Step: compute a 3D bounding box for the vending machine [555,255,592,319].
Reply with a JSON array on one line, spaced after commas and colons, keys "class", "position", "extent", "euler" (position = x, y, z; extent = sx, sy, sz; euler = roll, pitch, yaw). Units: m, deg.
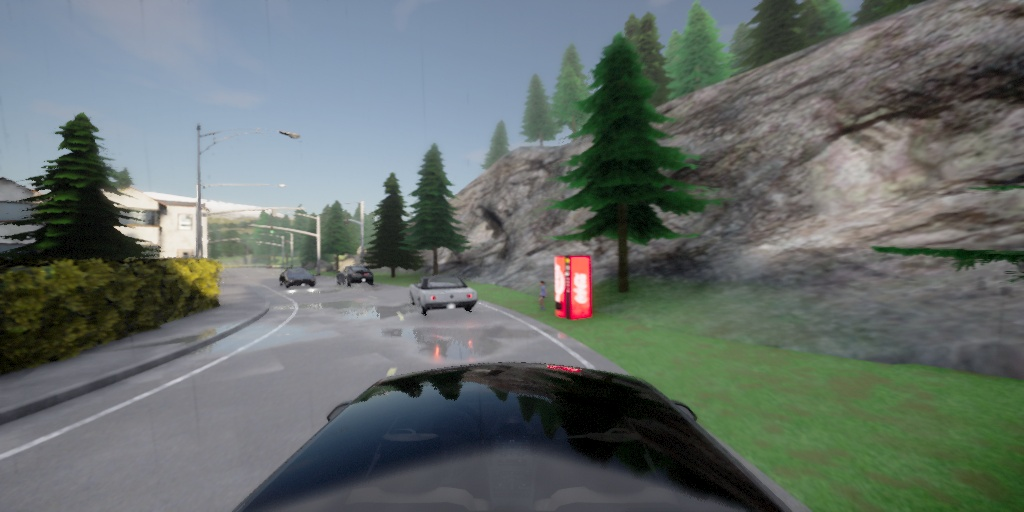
[{"class": "vending machine", "position": [1.994, 0.953, 11.663], "extent": [1.100, 2.100, 0.880], "euler": [0, 0, -17]}]

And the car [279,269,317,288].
[{"class": "car", "position": [-16.378, 1.672, 27.239], "extent": [2.033, 1.411, 5.357], "euler": [-1, 0, -40]}]

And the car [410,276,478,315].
[{"class": "car", "position": [-2.890, 1.435, 14.177], "extent": [1.895, 1.301, 4.718], "euler": [-1, 0, -22]}]

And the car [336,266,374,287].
[{"class": "car", "position": [-12.160, 1.516, 27.653], "extent": [1.837, 1.490, 4.892], "euler": [-1, 0, -38]}]

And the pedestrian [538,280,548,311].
[{"class": "pedestrian", "position": [1.163, 1.399, 12.836], "extent": [0.500, 1.100, 0.500], "euler": [-1, 0, -19]}]
